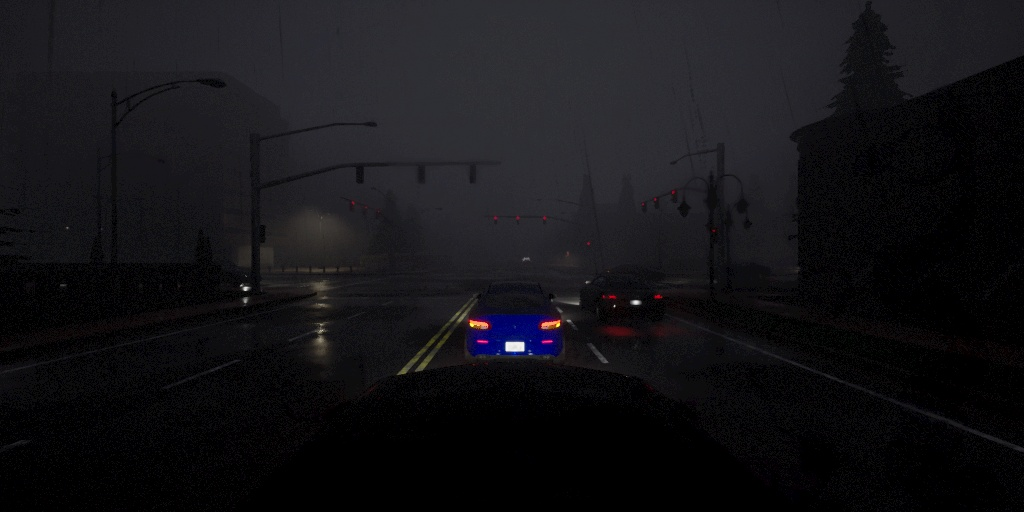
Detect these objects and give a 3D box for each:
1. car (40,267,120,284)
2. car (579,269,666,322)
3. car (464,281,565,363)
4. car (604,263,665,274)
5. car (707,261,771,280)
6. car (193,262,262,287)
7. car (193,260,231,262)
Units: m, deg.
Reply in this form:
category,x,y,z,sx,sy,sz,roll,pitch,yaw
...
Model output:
category,x,y,z,sx,sy,sz,roll,pitch,yaw
car,-28.422,1.351,23.892,4.718,1.301,1.895,0,0,0
car,3.581,1.314,12.349,1.994,1.385,4.181,0,0,0
car,0.063,1.276,7.998,1.812,1.442,4.674,0,0,0
car,9.036,1.276,26.944,4.674,1.442,1.812,0,0,0
car,19.374,1.228,30.754,5.008,1.535,1.882,0,0,-1
car,-19.315,1.276,23.904,4.674,1.442,1.812,0,0,0
car,-22.199,1.102,27.383,4.553,1.767,2.097,0,0,0
